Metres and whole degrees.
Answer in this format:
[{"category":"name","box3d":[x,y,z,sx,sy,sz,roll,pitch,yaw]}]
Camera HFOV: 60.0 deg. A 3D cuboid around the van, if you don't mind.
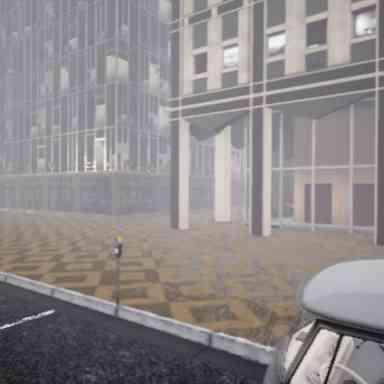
[{"category":"van","box3d":[2.191,1.336,1.314,3.998,1.788,1.690,0,1,35]}]
